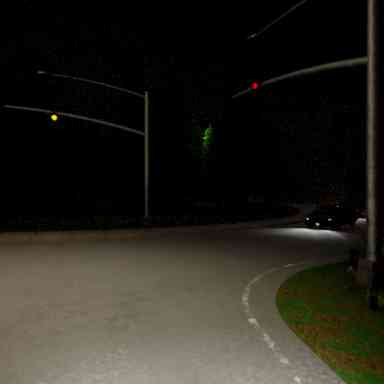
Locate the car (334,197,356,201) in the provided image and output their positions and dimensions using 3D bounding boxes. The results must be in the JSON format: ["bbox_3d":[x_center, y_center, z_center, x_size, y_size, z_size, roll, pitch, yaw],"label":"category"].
[{"bbox_3d":[14.341,1.473,30.425,1.837,1.490,4.892,0,0,20],"label":"car"}]

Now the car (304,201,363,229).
[{"bbox_3d":[9.168,1.517,21.629,2.033,1.411,5.357,0,0,41],"label":"car"}]

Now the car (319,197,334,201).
[{"bbox_3d":[16.655,1.444,40.485,1.882,1.535,5.008,0,0,8],"label":"car"}]

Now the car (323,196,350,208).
[{"bbox_3d":[20.849,1.443,48.191,1.882,1.535,5.008,0,0,1],"label":"car"}]
